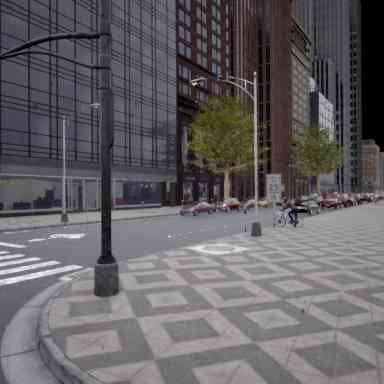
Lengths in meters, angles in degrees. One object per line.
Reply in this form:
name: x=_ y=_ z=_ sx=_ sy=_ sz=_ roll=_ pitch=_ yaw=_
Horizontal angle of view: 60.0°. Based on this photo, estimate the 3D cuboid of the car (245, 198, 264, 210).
car: x=6.938 y=1.494 z=40.955 sx=1.802 sy=1.307 sz=4.206 roll=0 pitch=0 yaw=35

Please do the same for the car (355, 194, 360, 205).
car: x=23.549 y=1.377 z=50.049 sx=1.947 sy=1.339 sz=4.313 roll=0 pitch=0 yaw=35

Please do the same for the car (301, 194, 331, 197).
car: x=16.585 y=1.339 z=44.467 sx=2.128 sy=1.511 sz=4.902 roll=-1 pitch=0 yaw=35

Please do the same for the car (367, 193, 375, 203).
car: x=33.142 y=1.098 z=63.983 sx=2.192 sy=1.841 sz=5.009 roll=0 pitch=0 yaw=35

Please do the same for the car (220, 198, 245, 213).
car: x=3.739 y=1.366 z=36.310 sx=1.967 sy=1.590 sz=4.097 roll=0 pitch=0 yaw=35

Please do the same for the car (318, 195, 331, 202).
car: x=29.325 y=1.426 z=73.469 sx=1.802 sy=1.307 sz=4.206 roll=0 pitch=0 yaw=35

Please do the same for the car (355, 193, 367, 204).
car: x=26.746 y=1.117 z=54.694 sx=2.192 sy=1.841 sz=5.009 roll=0 pitch=0 yaw=35

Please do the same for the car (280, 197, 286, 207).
car: x=13.334 y=1.455 z=50.245 sx=1.947 sy=1.339 sz=4.313 roll=0 pitch=0 yaw=35

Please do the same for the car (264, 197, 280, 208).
car: x=10.039 y=1.426 z=45.459 sx=1.752 sy=1.417 sz=4.829 roll=0 pitch=0 yaw=35

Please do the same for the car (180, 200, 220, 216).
car: x=0.542 y=1.524 z=31.665 sx=1.802 sy=1.307 sz=4.206 roll=0 pitch=0 yaw=35

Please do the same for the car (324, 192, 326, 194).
car: x=22.274 y=1.051 z=52.731 sx=2.150 sy=2.045 sz=5.566 roll=-1 pitch=0 yaw=35

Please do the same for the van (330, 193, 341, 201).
van: x=35.719 y=1.184 z=82.761 sx=1.690 sy=1.788 sz=3.998 roll=-1 pitch=0 yaw=35

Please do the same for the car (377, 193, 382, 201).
car: x=42.736 y=1.357 z=77.914 sx=1.802 sy=1.307 sz=4.206 roll=-1 pitch=0 yaw=35

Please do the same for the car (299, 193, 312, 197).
car: x=19.730 y=1.415 z=59.535 sx=1.887 sy=1.381 sz=4.507 roll=0 pitch=0 yaw=35

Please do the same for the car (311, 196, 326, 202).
car: x=26.128 y=1.417 z=68.825 sx=1.947 sy=1.339 sz=4.313 roll=0 pitch=0 yaw=35

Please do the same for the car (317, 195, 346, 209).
car: x=17.154 y=1.376 z=40.760 sx=1.887 sy=1.381 sz=4.507 roll=0 pitch=0 yaw=35

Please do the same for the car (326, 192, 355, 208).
car: x=20.351 y=1.136 z=45.406 sx=2.192 sy=1.841 sz=5.009 roll=0 pitch=0 yaw=35

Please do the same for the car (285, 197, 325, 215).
car: x=10.759 y=1.424 z=31.471 sx=1.947 sy=1.339 sz=4.313 roll=0 pitch=0 yaw=35

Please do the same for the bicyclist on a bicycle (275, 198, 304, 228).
bicyclist on a bicycle: x=5.325 y=1.177 z=18.357 sx=1.656 sy=1.620 sz=0.582 roll=-1 pitch=0 yaw=35

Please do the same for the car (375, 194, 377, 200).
car: x=36.437 y=1.301 z=68.766 sx=1.752 sy=1.417 sz=4.829 roll=-1 pitch=0 yaw=35
